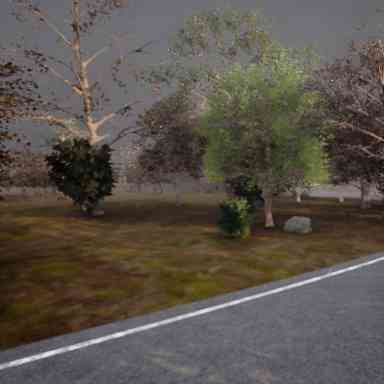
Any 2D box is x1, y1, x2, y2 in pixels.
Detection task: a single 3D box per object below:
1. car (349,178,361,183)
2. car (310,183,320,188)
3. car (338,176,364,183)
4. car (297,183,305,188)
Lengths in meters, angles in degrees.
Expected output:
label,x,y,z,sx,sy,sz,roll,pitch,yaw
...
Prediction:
label,x,y,z,sx,sy,sz,roll,pitch,yaw
car,38.694,-3.140,77.632,4.553,1.767,2.097,-4,3,-7
car,25.335,-1.486,68.942,1.812,1.442,4.674,-2,4,30
car,38.619,-3.119,80.898,5.357,1.411,2.033,-4,3,-7
car,24.447,-1.667,73.305,1.812,1.442,4.674,-2,4,40
